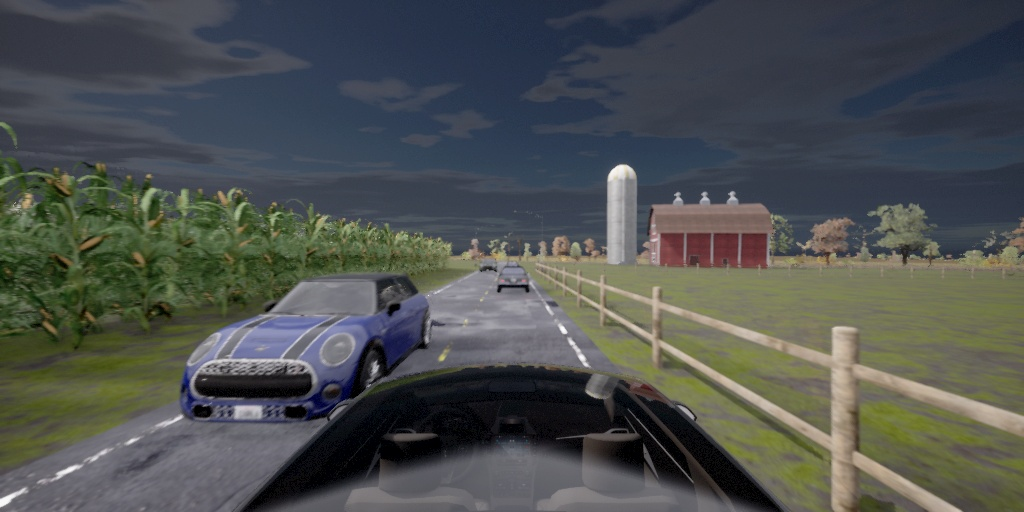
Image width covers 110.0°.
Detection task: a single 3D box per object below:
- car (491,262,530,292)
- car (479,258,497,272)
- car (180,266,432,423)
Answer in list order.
[{"bbox_3d":[0.079,1.284,20.971,2.033,1.411,5.357,0,0,0],"label":"car"},{"bbox_3d":[-2.871,1.083,44.262,2.097,1.767,4.553,0,0,0],"label":"car"},{"bbox_3d":[-2.839,1.098,6.119,2.097,1.767,4.553,0,0,0],"label":"car"}]
